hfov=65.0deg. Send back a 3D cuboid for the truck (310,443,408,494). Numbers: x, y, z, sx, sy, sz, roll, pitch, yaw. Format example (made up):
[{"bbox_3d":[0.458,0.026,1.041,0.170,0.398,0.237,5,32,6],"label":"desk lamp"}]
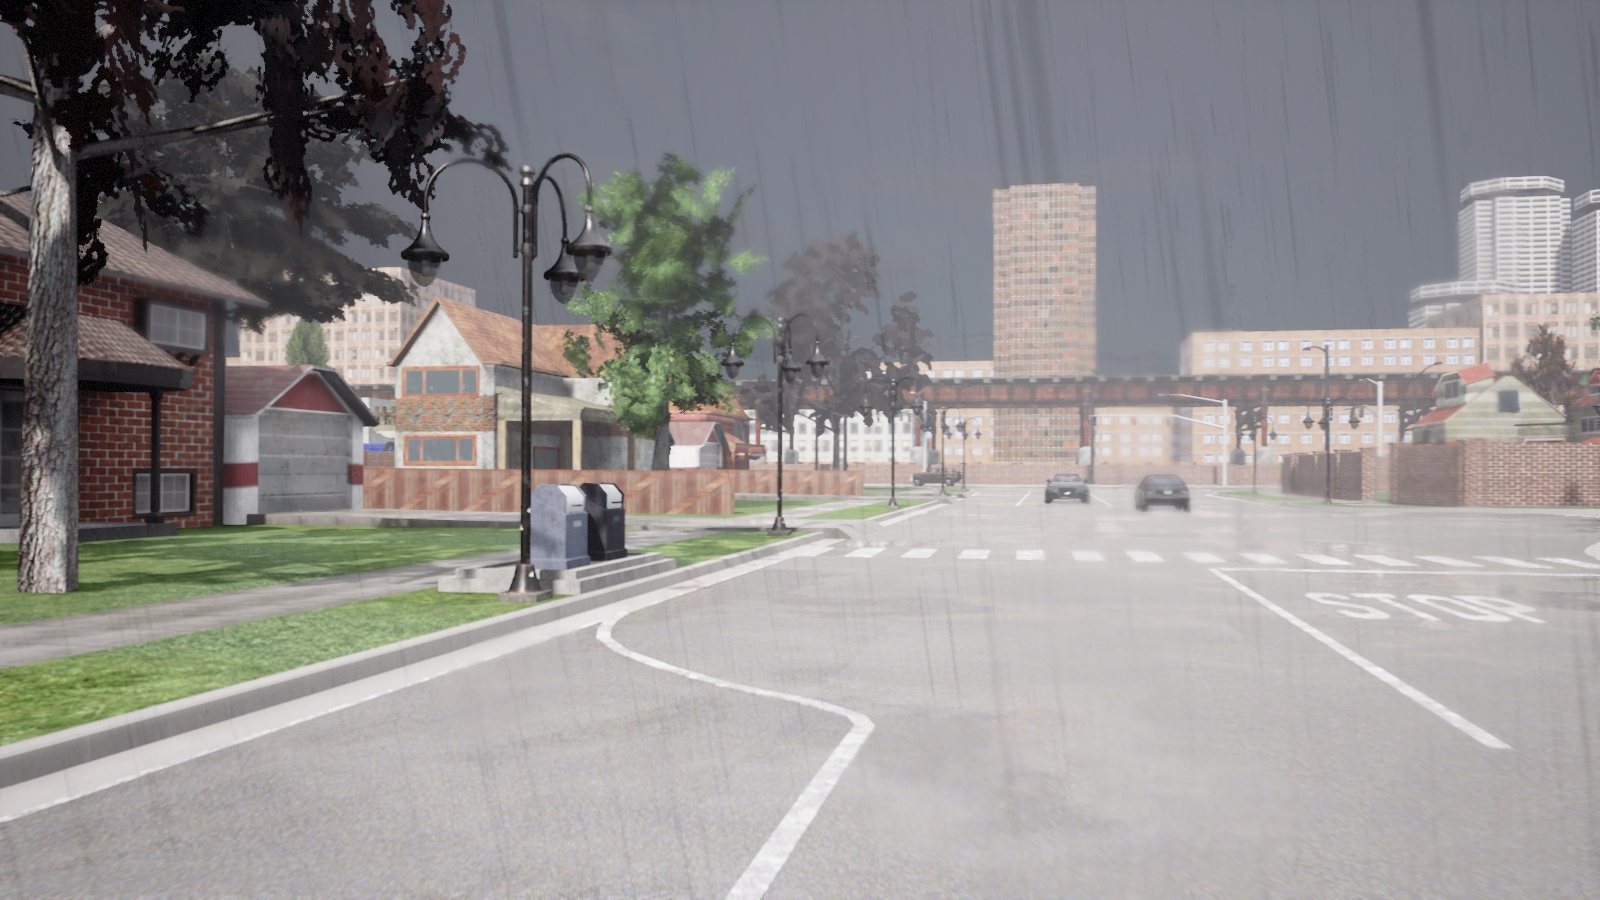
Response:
[{"bbox_3d":[-31.409,1.347,89.803,2.891,3.462,7.936,0,-1,12],"label":"truck"}]

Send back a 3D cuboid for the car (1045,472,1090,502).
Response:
[{"bbox_3d":[12.571,1.717,59.217,1.994,1.385,4.181,0,-1,11],"label":"car"}]

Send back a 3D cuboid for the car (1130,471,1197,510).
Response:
[{"bbox_3d":[14.079,1.537,48.914,2.033,1.411,5.357,0,-1,11],"label":"car"}]
